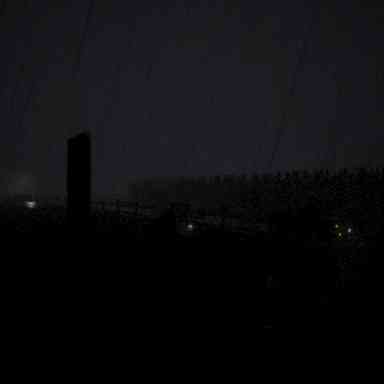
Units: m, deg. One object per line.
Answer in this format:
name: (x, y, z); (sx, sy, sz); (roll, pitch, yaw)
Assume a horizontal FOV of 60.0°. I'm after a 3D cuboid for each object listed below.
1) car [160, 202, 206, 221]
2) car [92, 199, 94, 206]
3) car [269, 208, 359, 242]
car: (-0.766, 1.436, 25.680); (1.994, 1.385, 4.181); (1, 0, -35)
car: (-15.488, 1.094, 46.904); (2.097, 1.767, 4.553); (1, 0, -35)
car: (5.786, 1.501, 16.235); (1.994, 1.385, 4.181); (1, 0, -35)
